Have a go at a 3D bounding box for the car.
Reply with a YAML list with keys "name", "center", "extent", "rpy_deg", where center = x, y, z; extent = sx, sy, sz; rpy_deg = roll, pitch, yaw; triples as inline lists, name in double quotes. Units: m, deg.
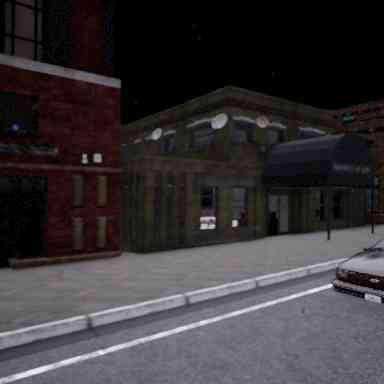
- name: "car"
  center: [5.444, 1.525, 7.583]
  extent: [5.357, 1.411, 2.033]
  rpy_deg: [0, 0, -36]
